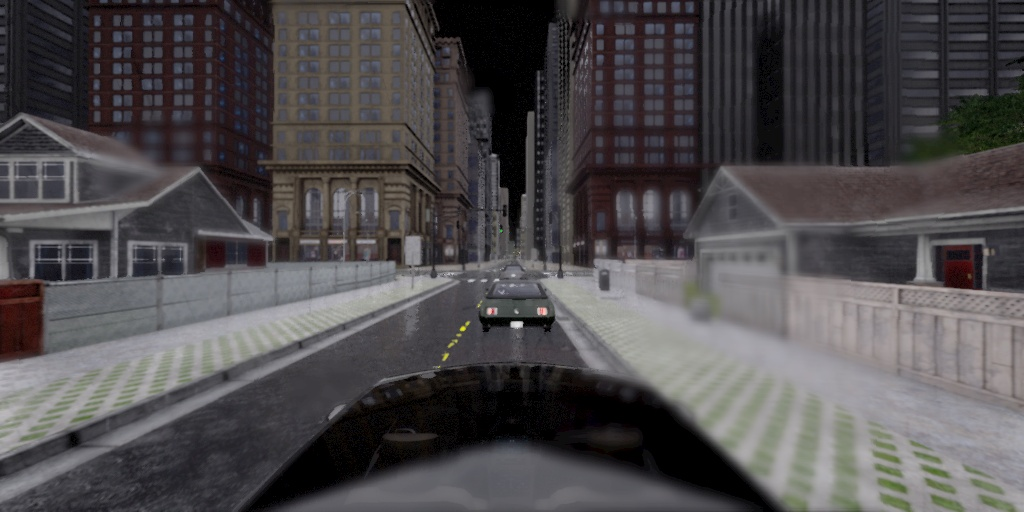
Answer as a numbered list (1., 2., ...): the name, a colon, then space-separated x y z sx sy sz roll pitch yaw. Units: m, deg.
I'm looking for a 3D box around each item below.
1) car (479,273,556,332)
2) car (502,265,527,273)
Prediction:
1. car: 0.132 1.365 10.845 1.895 1.301 4.718 0 0 0
2. car: 0.200 1.356 27.647 1.994 1.385 4.181 0 0 1
